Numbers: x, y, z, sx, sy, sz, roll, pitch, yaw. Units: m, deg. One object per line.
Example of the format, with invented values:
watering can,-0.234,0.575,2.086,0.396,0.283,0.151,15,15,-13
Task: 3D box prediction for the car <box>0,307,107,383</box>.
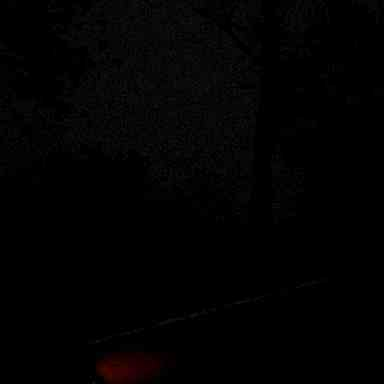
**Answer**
car,-3.171,1.550,1.733,5.357,1.411,2.033,0,0,-35
